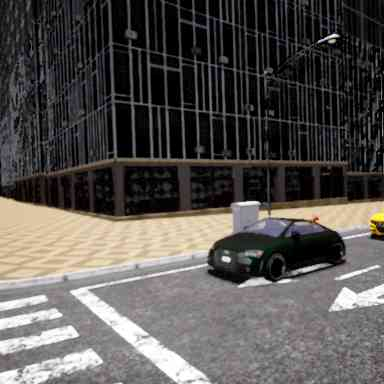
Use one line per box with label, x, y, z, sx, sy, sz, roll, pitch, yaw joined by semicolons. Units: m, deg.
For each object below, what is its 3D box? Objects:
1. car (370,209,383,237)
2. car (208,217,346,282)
car;9.751;1.119;14.580;5.008;1.535;1.882;-2;1;-35
car;2.472;1.434;9.418;4.181;1.385;1.994;-2;1;-35
